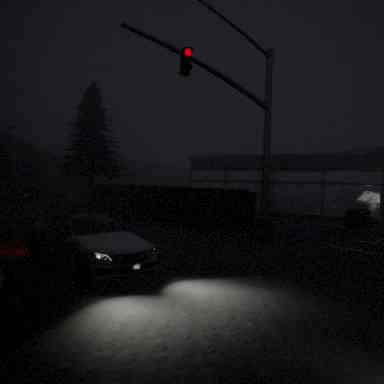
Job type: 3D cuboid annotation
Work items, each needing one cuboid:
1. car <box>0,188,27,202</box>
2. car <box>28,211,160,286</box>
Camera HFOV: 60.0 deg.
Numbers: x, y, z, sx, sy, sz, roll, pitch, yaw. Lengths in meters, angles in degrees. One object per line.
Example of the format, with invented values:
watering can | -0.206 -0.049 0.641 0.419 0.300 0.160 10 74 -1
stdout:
car | -19.050 0.343 33.210 2.033 1.411 5.357 2 1 15
car | -2.815 1.262 8.851 1.812 1.442 4.674 1 1 -45
